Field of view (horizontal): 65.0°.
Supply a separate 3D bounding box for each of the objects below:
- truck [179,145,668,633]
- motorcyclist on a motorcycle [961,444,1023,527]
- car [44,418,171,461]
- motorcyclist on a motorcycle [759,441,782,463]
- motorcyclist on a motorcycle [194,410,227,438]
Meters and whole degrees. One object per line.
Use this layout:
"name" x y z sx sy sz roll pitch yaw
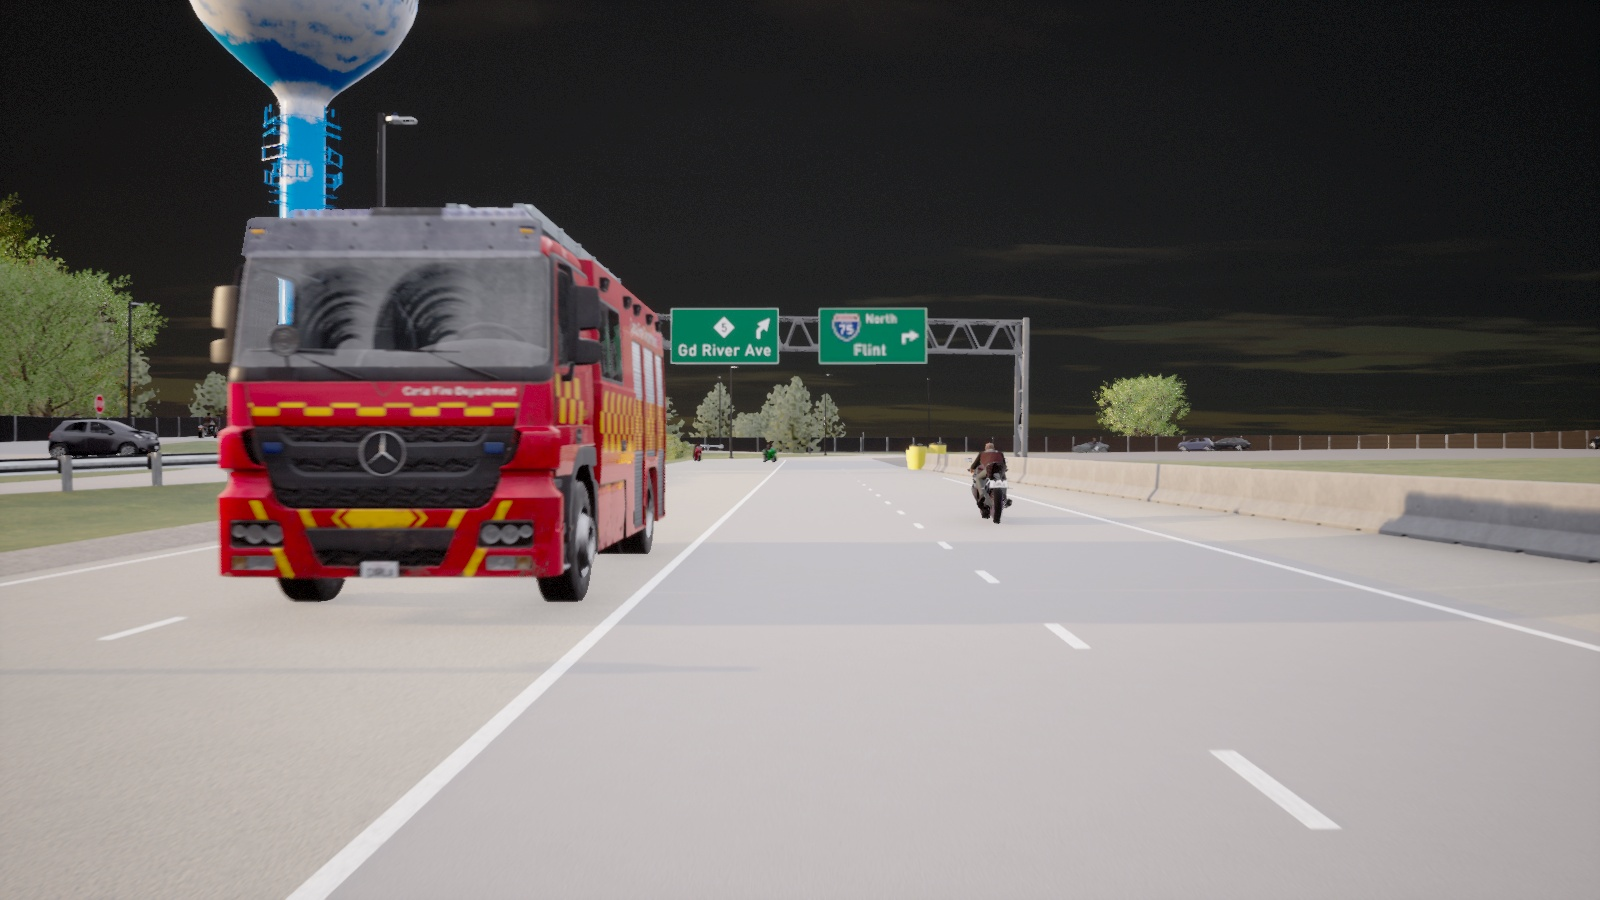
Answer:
"truck" -3.403 -0.501 14.092 2.891 3.827 8.468 0 0 0
"motorcyclist on a motorcycle" 3.654 0.647 24.130 0.866 1.530 2.191 0 0 0
"car" -25.693 -0.406 46.674 3.633 1.501 1.845 -1 3 -2
"motorcyclist on a motorcycle" -2.075 0.162 88.124 0.797 1.523 2.044 1 0 -28
"motorcyclist on a motorcycle" -35.909 -1.553 76.499 0.766 1.649 2.350 1 1 5
